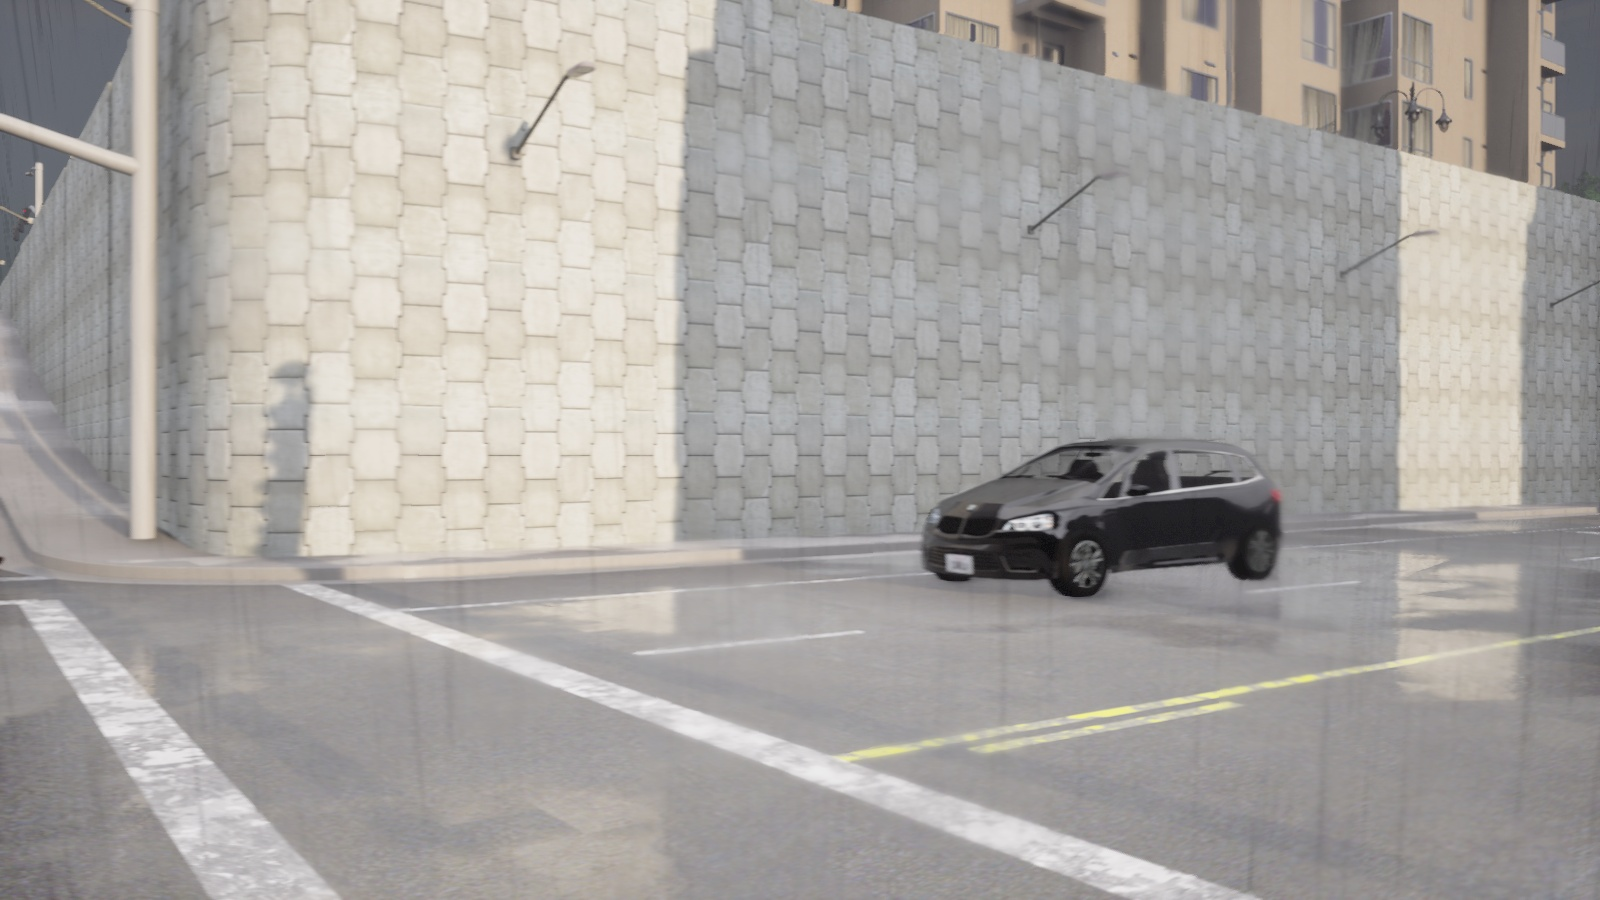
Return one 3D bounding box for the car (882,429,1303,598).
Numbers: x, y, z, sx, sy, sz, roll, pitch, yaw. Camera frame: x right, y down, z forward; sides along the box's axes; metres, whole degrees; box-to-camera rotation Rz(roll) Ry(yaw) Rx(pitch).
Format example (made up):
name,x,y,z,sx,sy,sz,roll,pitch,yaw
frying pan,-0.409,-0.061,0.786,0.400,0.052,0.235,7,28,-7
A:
name,x,y,z,sx,sy,sz,roll,pitch,yaw
car,3.465,0.616,14.599,4.611,1.667,2.242,0,0,-35
